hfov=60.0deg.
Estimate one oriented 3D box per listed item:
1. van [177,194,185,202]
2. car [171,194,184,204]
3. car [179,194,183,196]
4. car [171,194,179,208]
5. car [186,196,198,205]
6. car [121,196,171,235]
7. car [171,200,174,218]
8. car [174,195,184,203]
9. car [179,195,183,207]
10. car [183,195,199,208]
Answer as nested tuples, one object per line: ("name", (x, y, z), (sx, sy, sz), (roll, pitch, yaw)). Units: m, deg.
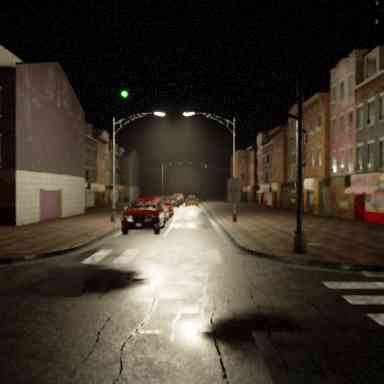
("van", (-2.660, 1.355, 78.671), (1.690, 1.788, 3.998), (-1, 0, 0))
("car", (-2.657, 1.313, 62.389), (2.192, 1.841, 5.009), (0, 0, 0))
("car", (-2.653, 1.517, 51.366), (1.752, 1.417, 4.829), (0, 0, 0))
("car", (-2.651, 1.300, 29.828), (2.192, 1.841, 5.009), (0, 0, 0))
("car", (-0.011, 1.488, 59.795), (2.128, 1.511, 4.902), (0, 0, 0))
("car", (-2.649, 1.303, 18.974), (2.192, 1.841, 5.009), (0, 0, 0))
("car", (-2.648, 1.552, 24.400), (1.947, 1.339, 4.313), (0, 0, 0))
("car", (-2.657, 1.443, 67.816), (1.967, 1.590, 4.097), (0, 0, 0))
("car", (-2.652, 1.540, 46.108), (2.008, 1.369, 4.403), (0, 0, 0))
("car", (-0.008, 1.469, 49.347), (1.882, 1.535, 5.008), (0, 0, 0))
